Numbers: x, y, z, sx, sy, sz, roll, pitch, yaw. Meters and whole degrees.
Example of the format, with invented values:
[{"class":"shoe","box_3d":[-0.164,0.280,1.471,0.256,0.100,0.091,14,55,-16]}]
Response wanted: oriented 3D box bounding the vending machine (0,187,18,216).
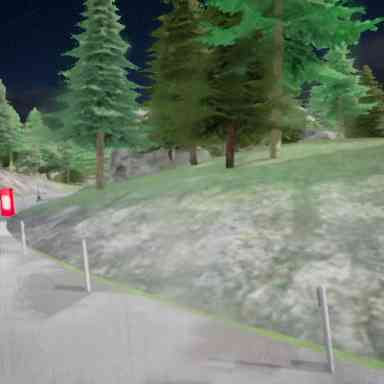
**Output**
[{"class":"vending machine","box_3d":[-13.933,0.732,25.124,1.100,2.100,0.880,-5,-1,-22]}]
